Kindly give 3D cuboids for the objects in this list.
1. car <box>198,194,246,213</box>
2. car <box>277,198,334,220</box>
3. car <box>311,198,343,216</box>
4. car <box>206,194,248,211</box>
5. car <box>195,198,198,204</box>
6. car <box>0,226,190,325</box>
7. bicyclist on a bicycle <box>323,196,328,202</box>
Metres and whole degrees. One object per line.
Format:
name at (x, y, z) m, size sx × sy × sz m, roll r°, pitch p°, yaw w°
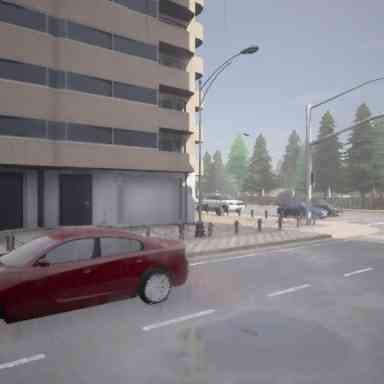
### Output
car at (3.479, 1.276, 37.898) m, size 2.150 × 2.045 × 5.566 m, roll 0°, pitch 0°, yaw -36°
car at (9.647, 1.581, 29.351) m, size 1.812 × 1.442 × 4.674 m, roll 0°, pitch 0°, yaw -36°
car at (12.053, 1.407, 31.993) m, size 2.097 × 1.767 × 4.553 m, roll 0°, pitch 0°, yaw -36°
car at (4.406, 1.277, 42.597) m, size 2.150 × 2.045 × 5.566 m, roll 0°, pitch 0°, yaw -36°
car at (-0.537, 1.581, 61.748) m, size 1.812 × 1.442 × 4.674 m, roll 0°, pitch 0°, yaw -36°
car at (-2.398, 1.477, 6.555) m, size 5.008 × 1.535 × 1.882 m, roll 0°, pitch 0°, yaw -35°
bicyclist on a bicycle at (17.327, 1.356, 43.456) m, size 1.656 × 1.620 × 0.582 m, roll 0°, pitch 0°, yaw -36°
